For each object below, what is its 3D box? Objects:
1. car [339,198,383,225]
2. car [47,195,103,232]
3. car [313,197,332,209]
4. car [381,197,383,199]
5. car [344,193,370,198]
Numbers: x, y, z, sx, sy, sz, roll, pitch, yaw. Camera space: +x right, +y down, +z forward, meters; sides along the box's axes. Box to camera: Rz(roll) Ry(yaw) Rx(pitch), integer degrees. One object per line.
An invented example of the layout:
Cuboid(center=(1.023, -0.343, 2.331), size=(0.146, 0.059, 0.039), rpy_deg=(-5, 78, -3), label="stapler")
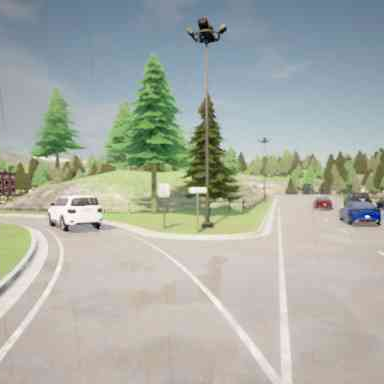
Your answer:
Cuboid(center=(11.590, 1.393, 23.196), size=(1.882, 1.535, 5.008), rpy_deg=(0, 0, 14), label="car")
Cuboid(center=(-7.396, 1.234, 20.797), size=(2.150, 2.045, 5.566), rpy_deg=(0, 0, -35), label="car")
Cuboid(center=(16.420, 1.347, 41.999), size=(1.882, 1.535, 5.008), rpy_deg=(0, 0, 14), label="car")
Cuboid(center=(22.774, 1.333, 38.603), size=(2.128, 1.511, 4.902), rpy_deg=(0, 0, 14), label="car")
Cuboid(center=(19.239, 1.080, 38.912), size=(2.150, 2.045, 5.566), rpy_deg=(0, 0, 14), label="car")
